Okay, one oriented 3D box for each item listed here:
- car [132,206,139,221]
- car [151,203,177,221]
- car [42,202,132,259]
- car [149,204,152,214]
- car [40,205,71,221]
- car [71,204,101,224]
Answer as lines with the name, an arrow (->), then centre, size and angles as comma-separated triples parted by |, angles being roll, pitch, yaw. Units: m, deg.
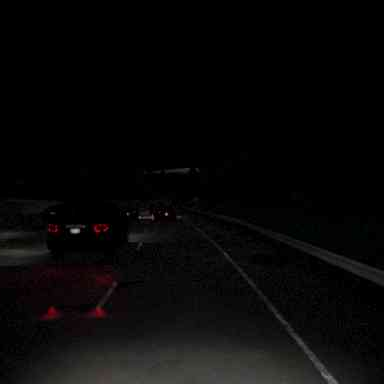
car -> -6.102, 1.979, 31.760 | 1.994, 1.385, 4.181 | 0, -1, -9
car -> -2.588, 1.977, 31.924 | 1.994, 1.385, 4.181 | 0, -1, -8
car -> -3.978, 1.401, 13.527 | 2.150, 2.045, 5.566 | 0, -1, -4
car -> -4.408, 2.069, 42.013 | 1.812, 1.442, 4.674 | 0, -1, -11
car -> -13.404, 2.004, 32.981 | 1.994, 1.385, 4.181 | 0, -1, -10
car -> -9.309, 1.896, 29.591 | 1.837, 1.490, 4.892 | 0, -1, -8
